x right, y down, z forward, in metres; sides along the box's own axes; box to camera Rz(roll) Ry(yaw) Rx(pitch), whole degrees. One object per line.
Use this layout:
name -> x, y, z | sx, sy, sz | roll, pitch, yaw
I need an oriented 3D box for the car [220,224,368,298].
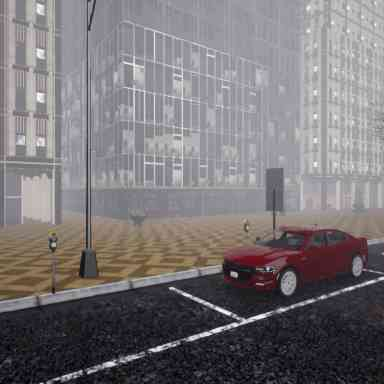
car -> 2.743, 1.545, 8.529 | 4.507, 1.381, 1.887 | 0, 0, -36
